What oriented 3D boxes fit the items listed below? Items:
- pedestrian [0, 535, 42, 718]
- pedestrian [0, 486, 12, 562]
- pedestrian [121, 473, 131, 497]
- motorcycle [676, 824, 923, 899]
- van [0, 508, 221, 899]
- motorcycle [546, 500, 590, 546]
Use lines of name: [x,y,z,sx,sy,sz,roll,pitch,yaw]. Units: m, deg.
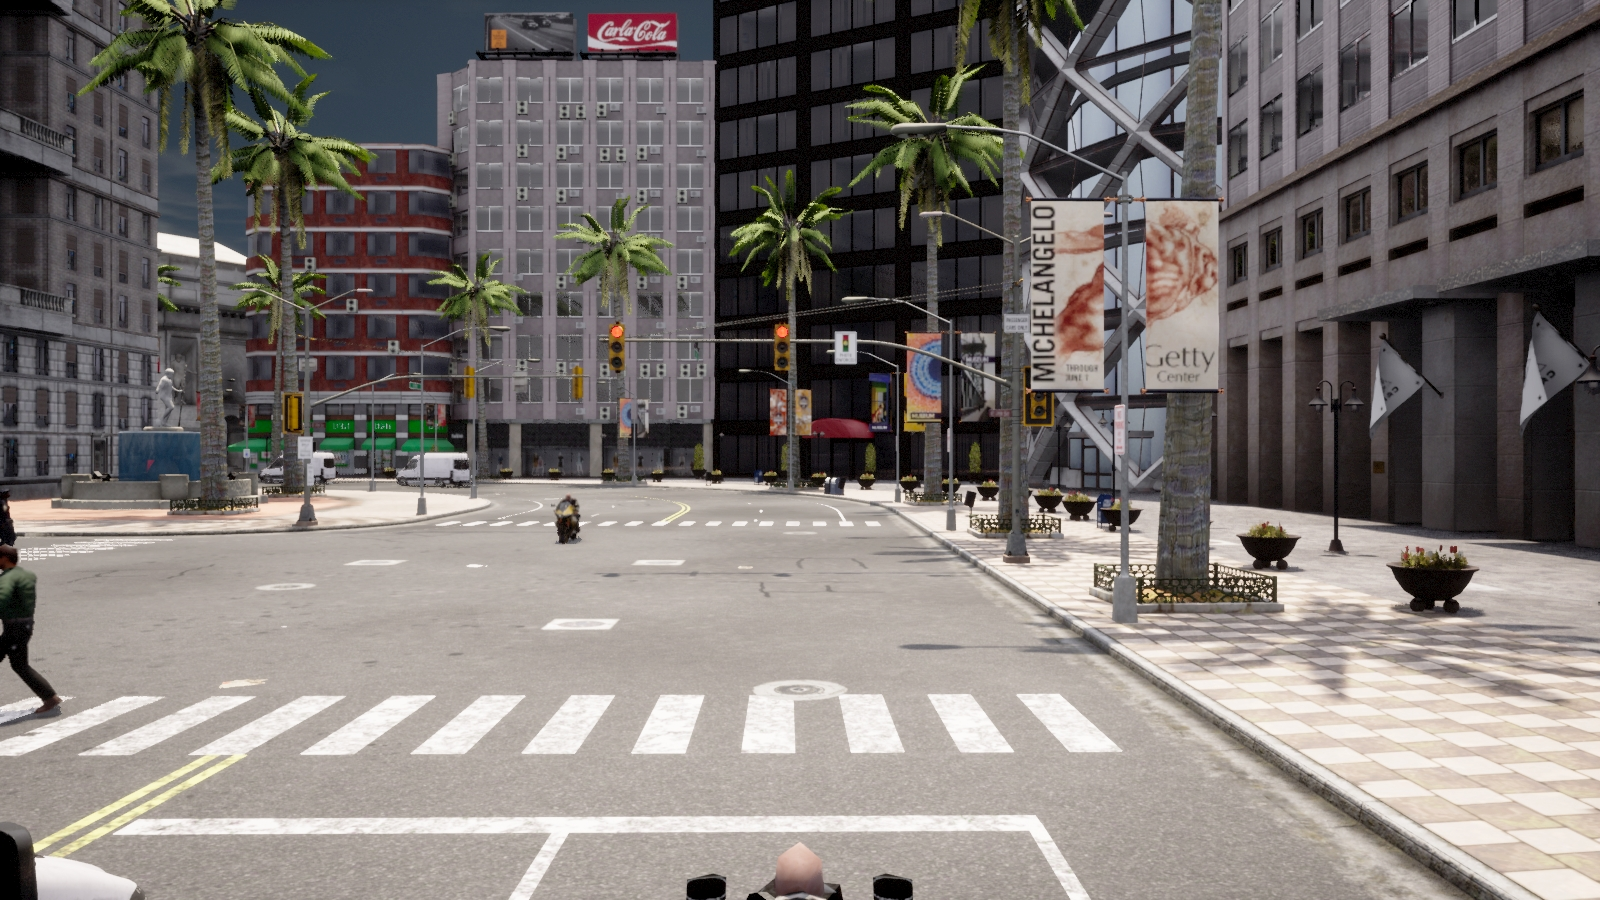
pedestrian: [-8.254,1.844,12.002,0.375,1.860,0.375,0,0,-13]
pedestrian: [-19.834,1.837,28.310,0.375,1.860,0.375,0,0,23]
pedestrian: [-37.275,1.952,63.213,0.375,1.300,0.375,0,0,-11]
motorcycle: [-0.001,2.203,3.717,0.867,1.251,2.209,0,0,0]
van: [-3.507,1.533,1.998,1.988,2.561,5.915,0,0,0]
motorcycle: [-7.001,2.191,34.587,0.867,1.251,2.209,0,0,0]
